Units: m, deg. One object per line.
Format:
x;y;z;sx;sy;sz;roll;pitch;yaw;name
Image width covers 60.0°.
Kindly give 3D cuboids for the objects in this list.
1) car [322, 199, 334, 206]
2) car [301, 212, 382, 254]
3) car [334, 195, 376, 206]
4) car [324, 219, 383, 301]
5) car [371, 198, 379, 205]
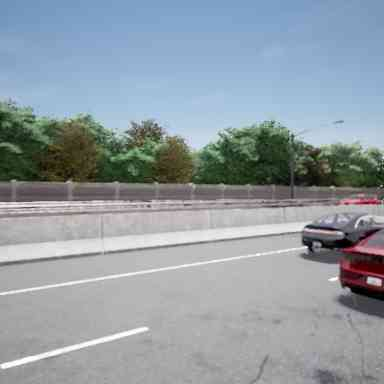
18.491;1.591;42.099;4.892;1.490;1.837;1;0;-33;car
6.091;1.509;12.289;4.902;1.511;2.128;0;0;-35;car
19.346;1.307;38.476;5.566;2.045;2.150;1;0;-33;car
5.363;1.491;7.510;5.008;1.535;1.882;0;0;-35;car
22.117;1.639;36.118;5.357;1.411;2.033;0;0;-33;car
